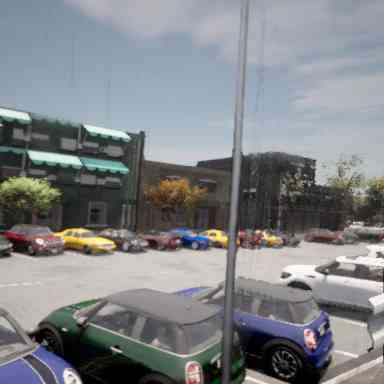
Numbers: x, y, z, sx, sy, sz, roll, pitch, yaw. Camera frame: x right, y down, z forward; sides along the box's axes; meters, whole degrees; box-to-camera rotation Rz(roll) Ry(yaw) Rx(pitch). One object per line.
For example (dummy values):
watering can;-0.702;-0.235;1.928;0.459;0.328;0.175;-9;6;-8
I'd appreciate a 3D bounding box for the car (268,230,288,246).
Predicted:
car;6.476;4.592;33.648;5.366;1.575;1.946;1;-3;34

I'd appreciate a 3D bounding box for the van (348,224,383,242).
van;23.316;5.868;45.688;4.442;1.987;1.878;1;-3;34

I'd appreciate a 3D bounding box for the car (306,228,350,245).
car;16.198;5.329;40.468;4.553;1.767;2.185;1;-4;34

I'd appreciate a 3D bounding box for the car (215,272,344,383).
car;1.222;3.106;8.754;4.553;1.767;2.185;3;-2;34

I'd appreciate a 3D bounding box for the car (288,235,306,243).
car;9.054;4.842;35.263;4.792;1.488;2.163;1;-4;34

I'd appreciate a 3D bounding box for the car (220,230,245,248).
car;1.684;4.163;30.203;5.366;1.575;1.946;1;-3;34

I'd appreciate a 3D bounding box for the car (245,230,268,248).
car;4.240;4.383;31.830;5.008;1.535;2.097;1;-3;34

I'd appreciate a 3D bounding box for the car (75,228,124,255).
car;-7.587;3.312;23.117;5.366;1.575;1.946;1;-4;34

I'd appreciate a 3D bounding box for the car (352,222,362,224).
car;37.053;7.872;74.744;2.435;2.045;5.566;2;-2;36

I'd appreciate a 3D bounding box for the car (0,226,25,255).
car;-12.539;2.885;19.772;4.892;1.521;2.231;1;-4;34

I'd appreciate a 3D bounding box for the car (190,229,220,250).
car;-0.560;3.954;28.375;5.008;1.535;2.097;1;-4;35

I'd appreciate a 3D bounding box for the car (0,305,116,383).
car;-3.721;2.666;5.267;4.553;1.767;2.185;3;-2;34

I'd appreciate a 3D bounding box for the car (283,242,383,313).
car;6.075;3.416;12.305;5.566;2.045;2.435;3;-2;34

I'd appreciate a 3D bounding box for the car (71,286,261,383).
car;-1.226;2.887;6.987;4.553;1.767;2.185;3;-2;34

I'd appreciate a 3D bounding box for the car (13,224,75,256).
car;-10.158;2.973;21.518;4.553;1.767;2.185;1;-4;34

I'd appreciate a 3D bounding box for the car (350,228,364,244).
car;18.617;5.670;42.170;4.892;1.521;2.231;1;-3;34

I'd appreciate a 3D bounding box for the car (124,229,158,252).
car;-5.353;3.527;24.935;4.892;1.521;2.231;1;-4;34

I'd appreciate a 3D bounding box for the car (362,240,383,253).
car;11.019;3.856;15.793;5.566;2.045;2.435;3;-2;34

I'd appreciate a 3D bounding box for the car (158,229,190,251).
car;-2.980;3.769;26.669;4.792;1.488;2.163;1;-3;34
